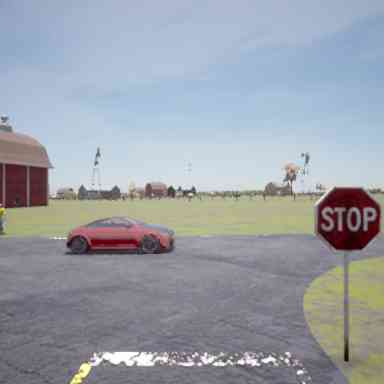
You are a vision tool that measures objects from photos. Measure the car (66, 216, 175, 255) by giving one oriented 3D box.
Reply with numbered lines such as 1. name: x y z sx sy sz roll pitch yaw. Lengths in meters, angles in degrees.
1. car: -2.786 1.650 13.307 4.181 1.385 1.994 -1 -1 1

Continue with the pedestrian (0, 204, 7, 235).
1. pedestrian: -11.198 1.571 19.553 0.375 1.860 0.375 0 0 4
